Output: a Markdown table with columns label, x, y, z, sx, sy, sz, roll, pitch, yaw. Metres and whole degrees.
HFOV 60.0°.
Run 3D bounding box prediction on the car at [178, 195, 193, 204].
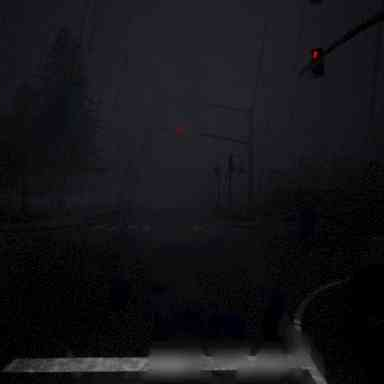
| label | x | y | z | sx | sy | sz | roll | pitch | yaw |
| --- | --- | --- | --- | --- | --- | --- | --- | --- | --- |
| car | -0.873 | 1.518 | 60.836 | 2.033 | 1.411 | 5.357 | 0 | 0 | -7 |

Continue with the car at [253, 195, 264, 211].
| label | x | y | z | sx | sy | sz | roll | pitch | yaw |
| --- | --- | --- | --- | --- | --- | --- | --- | --- | --- |
| car | 8.887 | 1.144 | 36.211 | 4.605 | 1.855 | 1.932 | 0 | 0 | -1 |

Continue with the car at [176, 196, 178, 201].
| label | x | y | z | sx | sy | sz | roll | pitch | yaw |
| --- | --- | --- | --- | --- | --- | --- | --- | --- | --- |
| car | -2.161 | 1.327 | 71.021 | 1.812 | 1.442 | 4.674 | 0 | 0 | -13 |
